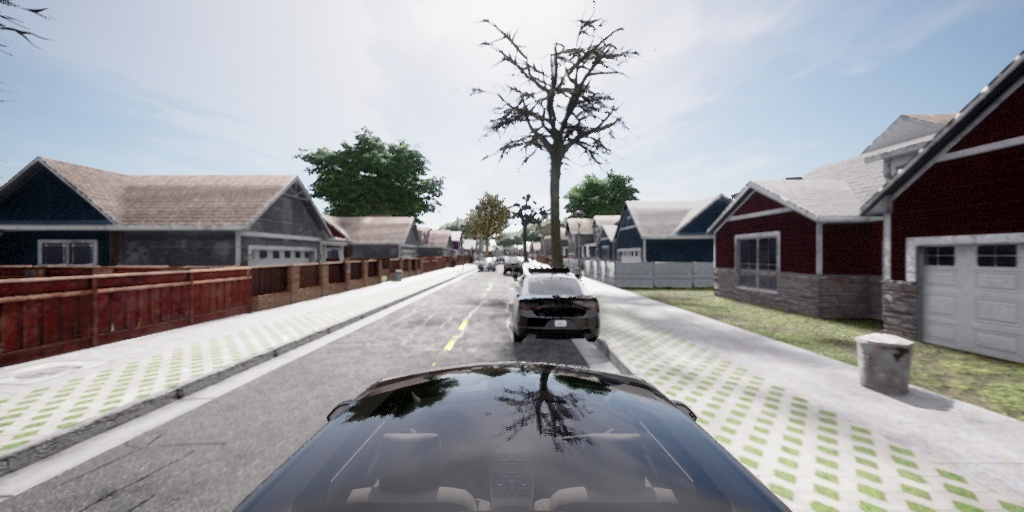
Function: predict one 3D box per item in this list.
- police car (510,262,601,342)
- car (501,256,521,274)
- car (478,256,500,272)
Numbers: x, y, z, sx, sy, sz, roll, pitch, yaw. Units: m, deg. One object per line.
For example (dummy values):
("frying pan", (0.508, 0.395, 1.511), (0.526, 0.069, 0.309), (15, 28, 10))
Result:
("police car", (0.975, 1.120, 9.733), (1.930, 1.638, 5.238), (0, 0, 0))
("car", (0.118, 1.012, 35.596), (1.837, 1.490, 4.892), (0, 0, 0))
("car", (-2.785, 0.962, 40.538), (2.128, 1.511, 4.902), (0, 0, 0))
